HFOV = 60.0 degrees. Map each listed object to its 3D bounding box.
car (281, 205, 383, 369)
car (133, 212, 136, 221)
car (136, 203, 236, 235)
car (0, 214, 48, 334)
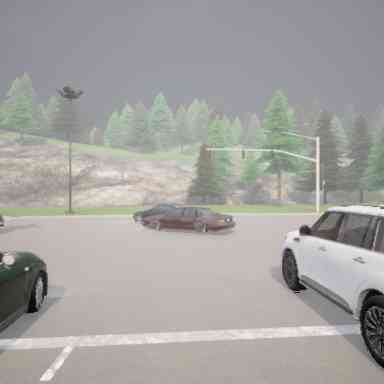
[{"bbox_3d":[3.366,1.222,5.844,2.150,2.045,5.566,0,0,-3],"label":"car"},{"bbox_3d":[-1.924,1.526,23.431,4.674,1.442,1.812,0,0,25],"label":"car"},{"bbox_3d":[-0.259,1.547,18.933,5.357,1.411,2.033,0,0,29],"label":"car"},{"bbox_3d":[-3.749,1.353,4.681,2.097,1.767,4.553,0,0,-5],"label":"car"}]
